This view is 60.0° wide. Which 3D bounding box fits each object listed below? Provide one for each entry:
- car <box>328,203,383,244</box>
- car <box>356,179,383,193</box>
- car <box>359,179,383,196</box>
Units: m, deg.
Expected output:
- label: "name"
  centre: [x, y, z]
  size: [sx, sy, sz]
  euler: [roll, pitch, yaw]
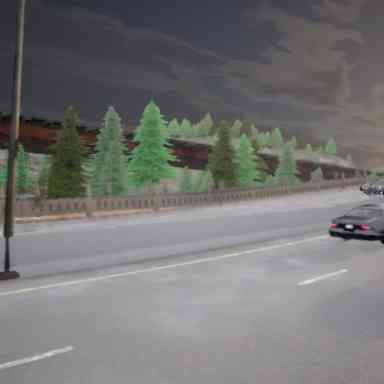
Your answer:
- label: "car"
  centre: [7.779, 1.173, 13.598]
  size: [5.357, 1.411, 2.033]
  euler: [-4, 2, -35]
- label: "car"
  centre: [22.963, -0.805, 41.853]
  size: [4.902, 1.511, 2.128]
  euler: [-5, 3, -35]
- label: "car"
  centre: [20.535, -0.575, 35.834]
  size: [4.553, 1.767, 2.097]
  euler: [-5, 3, -35]
